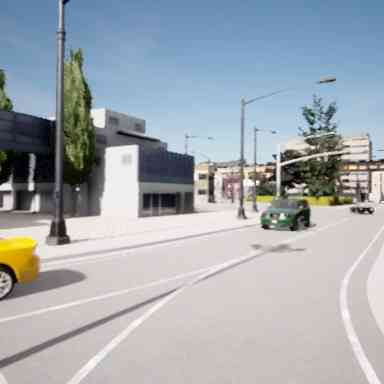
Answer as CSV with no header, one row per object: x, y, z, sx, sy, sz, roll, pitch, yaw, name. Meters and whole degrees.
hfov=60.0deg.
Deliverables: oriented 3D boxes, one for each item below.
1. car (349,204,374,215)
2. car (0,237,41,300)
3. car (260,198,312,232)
21.952,2.192,43.210,1.895,1.301,4.718,1,0,12,car
-5.673,1.462,6.498,5.008,1.535,1.882,1,0,-43,car
6.492,1.462,22.523,2.150,2.045,5.566,0,0,33,car
